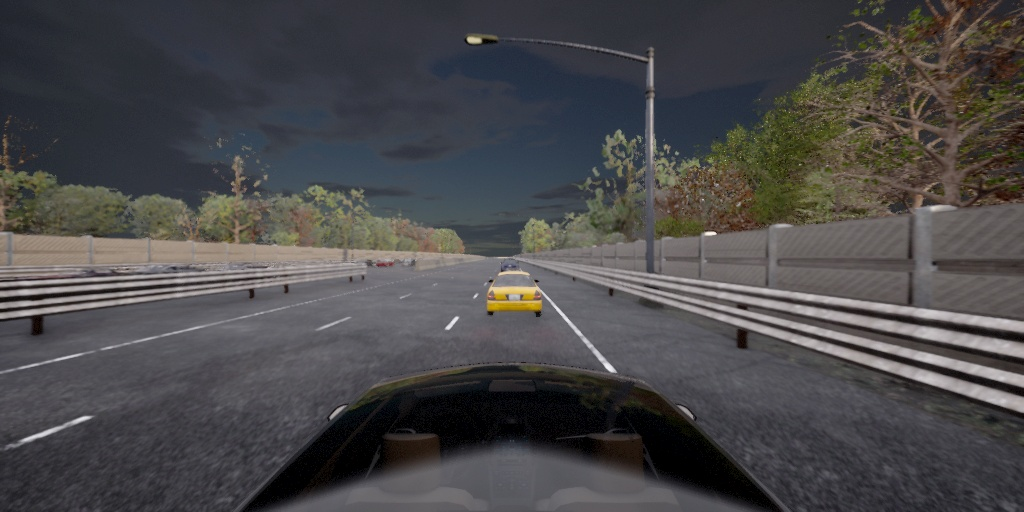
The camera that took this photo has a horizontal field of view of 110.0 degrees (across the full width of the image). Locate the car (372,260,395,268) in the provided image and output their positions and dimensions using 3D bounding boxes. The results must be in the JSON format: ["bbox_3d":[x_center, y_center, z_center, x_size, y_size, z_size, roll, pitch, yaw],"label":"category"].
[{"bbox_3d":[-21.754,1.366,61.652,1.895,1.301,4.718,0,0,-1],"label":"car"}]

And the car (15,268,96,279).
[{"bbox_3d":[-24.825,1.358,20.648,1.895,1.301,4.718,0,0,1],"label":"car"}]

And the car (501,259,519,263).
[{"bbox_3d":[-0.267,1.113,42.257,2.097,1.767,4.553,0,0,-1],"label":"car"}]

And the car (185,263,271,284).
[{"bbox_3d":[-17.798,1.247,23.284,2.128,1.511,4.902,0,0,1],"label":"car"}]

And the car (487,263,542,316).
[{"bbox_3d":[0.063,1.209,13.292,1.801,1.575,5.366,0,0,0],"label":"car"}]

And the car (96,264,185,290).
[{"bbox_3d":[-21.315,1.248,21.855,2.128,1.511,4.902,0,0,1],"label":"car"}]
